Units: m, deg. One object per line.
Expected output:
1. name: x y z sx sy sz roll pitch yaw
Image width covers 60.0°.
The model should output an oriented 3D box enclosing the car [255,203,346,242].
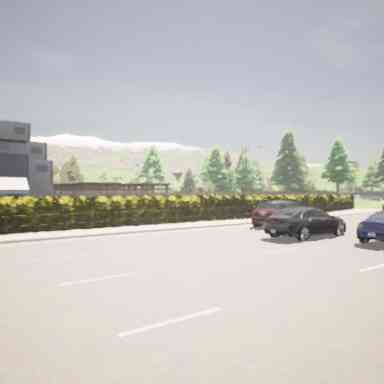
1. car: 5.625 1.499 16.370 4.892 1.490 1.837 -1 0 -35

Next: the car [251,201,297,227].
1. car: 5.901 1.342 20.863 4.553 1.767 2.097 0 0 -35

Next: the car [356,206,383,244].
1. car: 8.947 1.517 14.442 4.674 1.442 1.812 0 0 -36

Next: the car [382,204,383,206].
1. car: 19.343 1.334 30.452 4.553 1.767 2.097 0 0 -35
